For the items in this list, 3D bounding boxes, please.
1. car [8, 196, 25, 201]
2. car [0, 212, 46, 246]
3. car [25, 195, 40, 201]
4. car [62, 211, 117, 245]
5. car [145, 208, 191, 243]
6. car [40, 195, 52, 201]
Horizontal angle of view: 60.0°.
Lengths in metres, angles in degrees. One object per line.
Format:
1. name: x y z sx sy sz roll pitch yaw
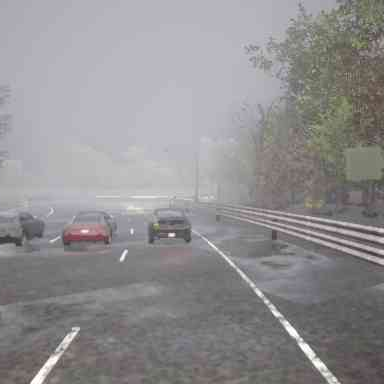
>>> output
1. car: -42.142 1.520 78.989 4.181 1.385 1.994 0 0 40
2. car: -8.108 1.570 15.015 1.994 1.385 4.181 0 0 -8
3. car: -39.798 1.487 81.588 4.674 1.442 1.812 0 0 40
4. car: -4.644 1.570 15.517 1.994 1.385 4.181 0 0 -8
5. car: -1.180 1.515 16.018 1.837 1.490 4.892 0 0 -8
6. car: -37.454 1.437 84.188 5.008 1.535 1.882 0 0 40
